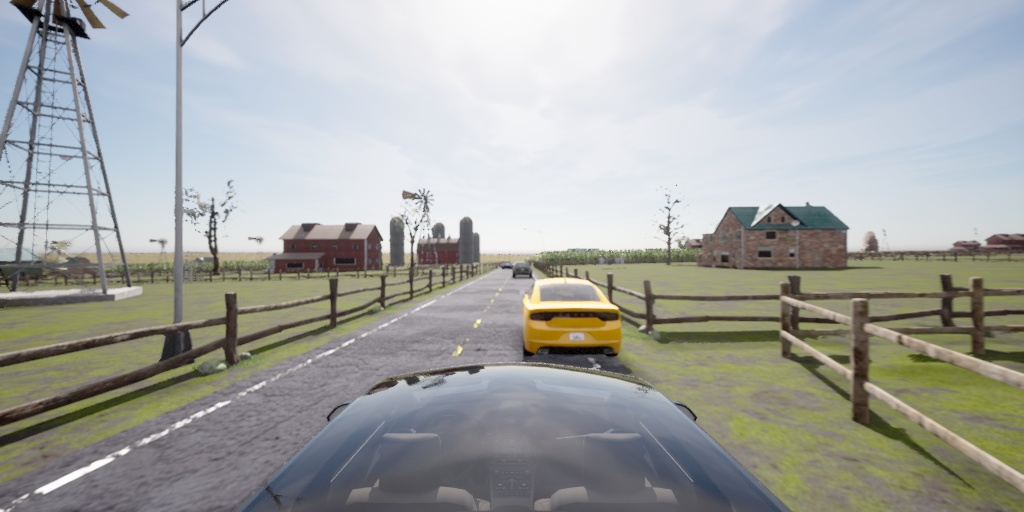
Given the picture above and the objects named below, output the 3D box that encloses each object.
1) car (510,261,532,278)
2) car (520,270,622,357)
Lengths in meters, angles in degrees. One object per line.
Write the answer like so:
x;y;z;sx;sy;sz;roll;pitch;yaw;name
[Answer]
1.132;1.399;38.628;2.097;1.767;4.553;0;0;2;car
1.202;1.278;8.751;1.882;1.535;5.008;0;0;2;car
